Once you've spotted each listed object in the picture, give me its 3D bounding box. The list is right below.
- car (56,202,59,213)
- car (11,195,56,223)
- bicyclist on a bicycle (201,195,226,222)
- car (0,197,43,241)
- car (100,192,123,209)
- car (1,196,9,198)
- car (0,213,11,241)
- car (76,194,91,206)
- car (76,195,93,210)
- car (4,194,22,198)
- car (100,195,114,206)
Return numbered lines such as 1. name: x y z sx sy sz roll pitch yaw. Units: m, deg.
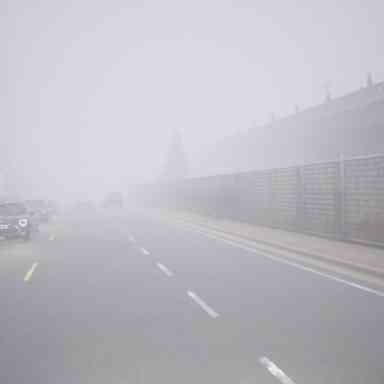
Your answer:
1. car: -14.707 1.469 33.868 2.128 1.511 4.902 -2 1 -18
2. car: -11.595 1.344 24.555 2.097 1.767 4.553 -2 1 -18
3. bicyclist on a bicycle: 1.329 1.023 20.566 1.656 1.620 0.582 -2 1 -19
4. car: -8.780 1.356 16.183 2.097 1.767 4.553 -2 1 -19
5. car: -10.060 1.009 42.236 2.150 2.045 5.566 -2 1 -19
6. car: -15.139 1.432 24.134 2.097 1.767 4.553 -2 1 -19
7. car: -5.840 1.509 7.457 2.128 1.511 4.902 -2 1 -19
8. car: -16.864 1.213 51.587 2.097 1.767 4.553 -2 1 -19
9. car: -13.551 1.474 41.985 1.895 1.301 4.718 -2 1 -19
10. car: -18.538 1.287 34.279 2.150 2.045 5.566 -2 1 -19
11. car: -13.457 1.299 52.357 1.812 1.442 4.674 -2 1 -19
